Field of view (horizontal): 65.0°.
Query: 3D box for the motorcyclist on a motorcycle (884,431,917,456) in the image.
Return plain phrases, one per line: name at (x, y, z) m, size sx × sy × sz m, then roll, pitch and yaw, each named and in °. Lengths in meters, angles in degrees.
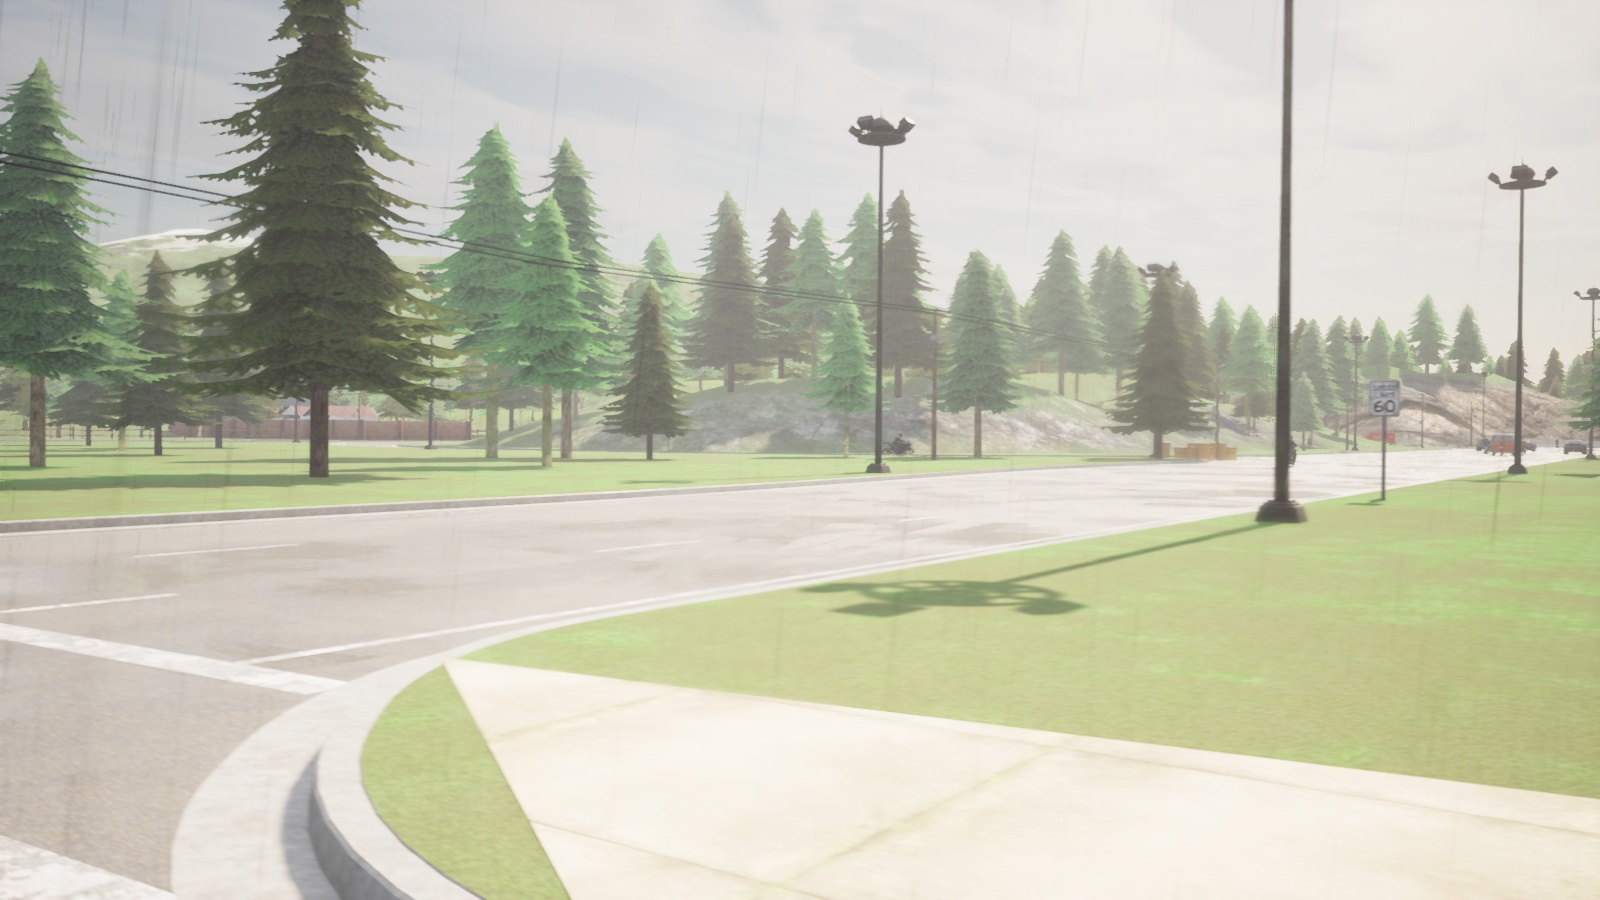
motorcyclist on a motorcycle at (6.354, -0.419, 79.365) m, size 2.044 × 1.523 × 0.797 m, roll -1°, pitch 0°, yaw -1°
